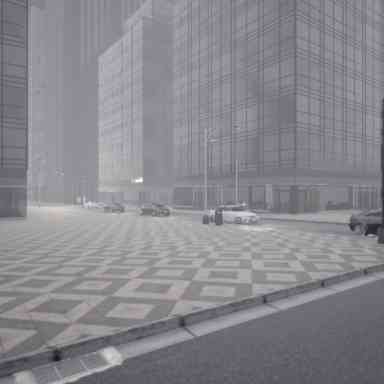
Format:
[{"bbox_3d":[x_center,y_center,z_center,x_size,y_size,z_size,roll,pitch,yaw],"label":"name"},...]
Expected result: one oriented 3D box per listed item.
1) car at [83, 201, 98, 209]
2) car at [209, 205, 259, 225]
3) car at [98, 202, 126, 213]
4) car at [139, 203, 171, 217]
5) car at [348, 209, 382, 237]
[{"bbox_3d":[-19.182,2.476,63.100,1.812,1.442,4.674,0,-1,-36],"label":"car"},{"bbox_3d":[3.248,1.809,26.735,1.812,1.442,4.674,0,-1,-36],"label":"car"},{"bbox_3d":[-10.944,2.164,46.381,1.837,1.490,4.892,0,-1,-35],"label":"car"},{"bbox_3d":[-4.224,1.986,37.049,1.837,1.490,4.892,0,-1,-36],"label":"car"},{"bbox_3d":[9.922,1.574,15.998,2.128,1.511,4.902,0,-1,-23],"label":"car"}]
